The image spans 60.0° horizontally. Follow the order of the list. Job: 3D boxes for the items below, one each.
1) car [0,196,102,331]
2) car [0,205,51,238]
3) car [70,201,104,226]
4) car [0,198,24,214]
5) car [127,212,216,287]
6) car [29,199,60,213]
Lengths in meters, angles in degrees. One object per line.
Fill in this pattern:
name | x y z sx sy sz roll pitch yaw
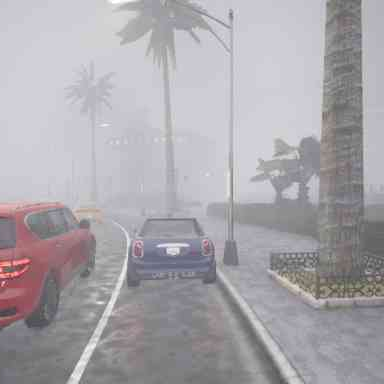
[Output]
car | -3.564 1.221 7.009 2.150 2.045 5.566 0 0 -6
car | -9.447 1.540 19.035 2.033 1.411 5.357 0 0 -18
car | -7.779 1.472 24.296 1.882 1.535 5.008 0 0 -23
car | -20.170 1.461 36.372 1.882 1.535 5.008 0 0 -44
car | -0.703 1.352 9.627 2.097 1.767 4.553 0 0 -7
car | -16.955 1.513 38.068 1.812 1.442 4.674 0 0 -43
